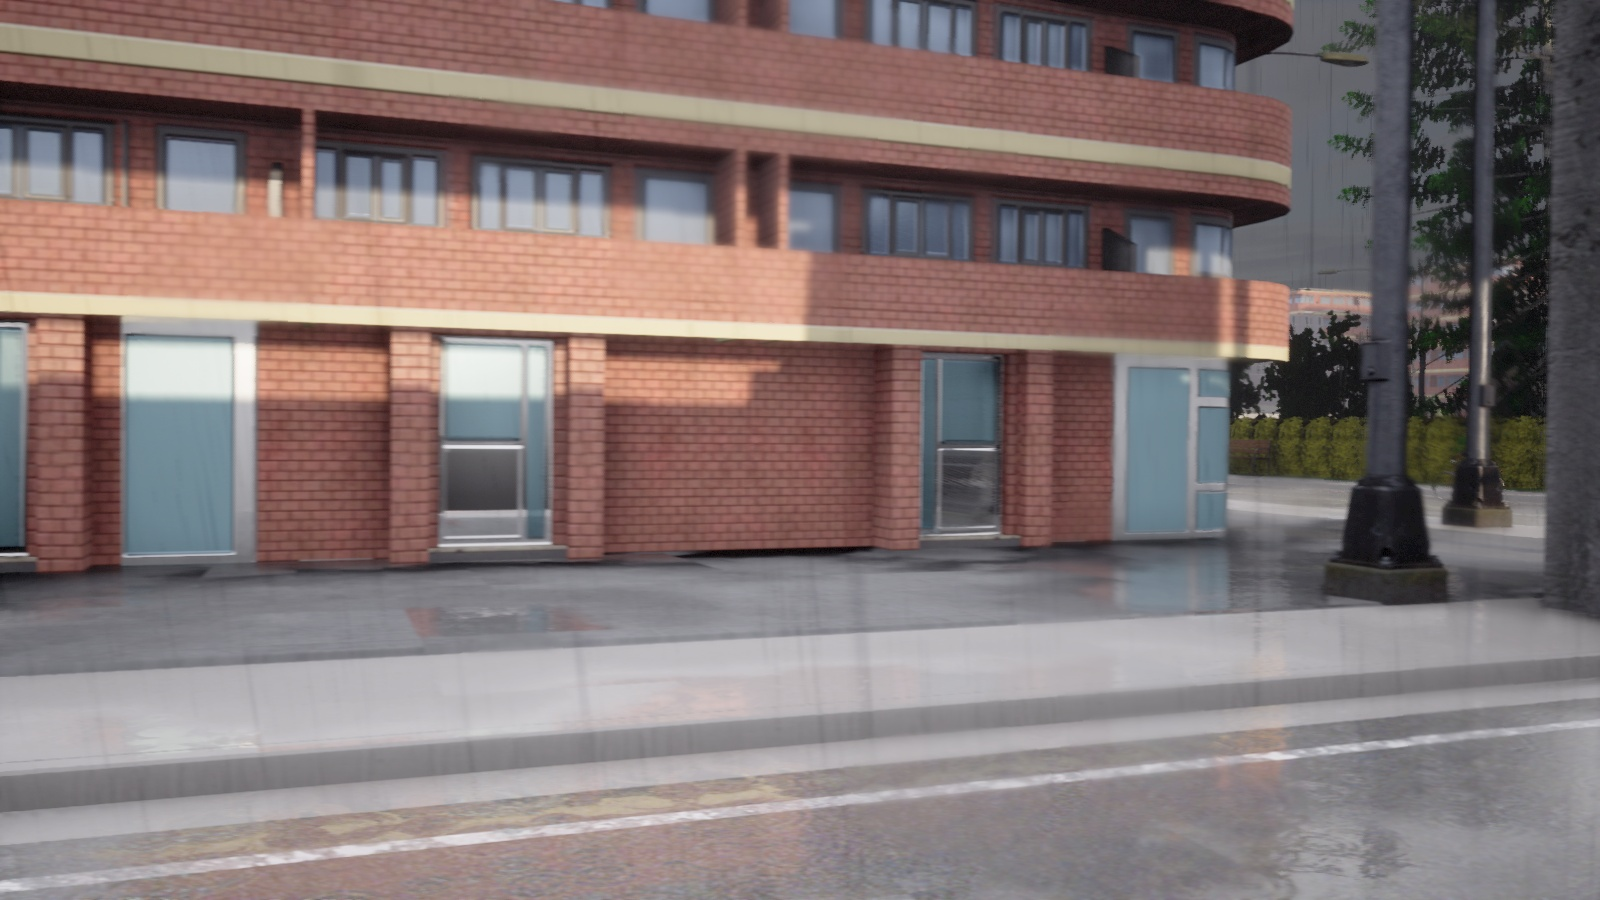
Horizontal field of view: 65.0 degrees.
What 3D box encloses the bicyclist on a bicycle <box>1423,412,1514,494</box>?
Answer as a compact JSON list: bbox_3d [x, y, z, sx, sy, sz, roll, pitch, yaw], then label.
[{"bbox_3d":[15.098,0.043,28.396,0.659,1.776,1.843,-1,1,-21],"label":"bicyclist on a bicycle"}]
